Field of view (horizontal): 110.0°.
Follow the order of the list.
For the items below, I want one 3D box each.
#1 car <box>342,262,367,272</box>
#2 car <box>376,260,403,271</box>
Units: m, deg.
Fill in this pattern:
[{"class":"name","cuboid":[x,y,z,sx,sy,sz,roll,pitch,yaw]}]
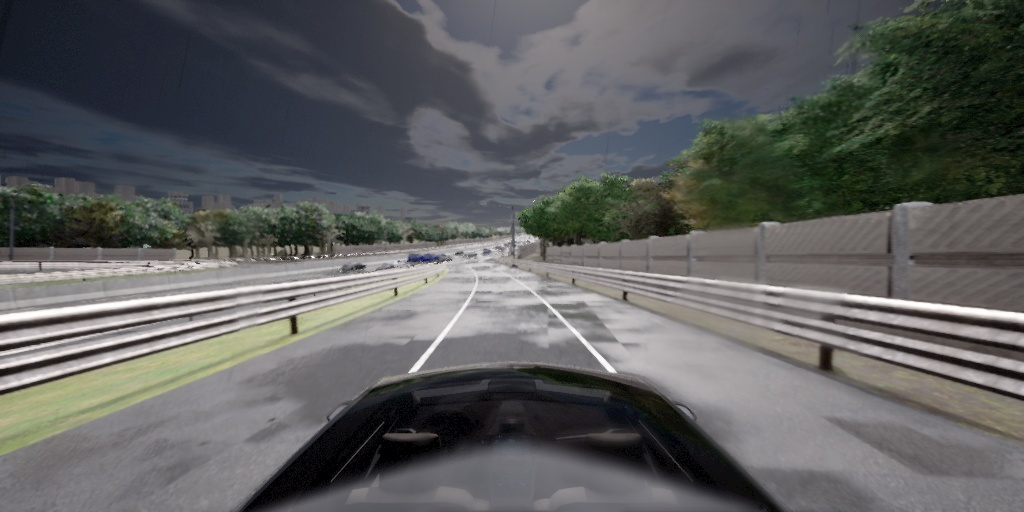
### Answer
[{"class":"car","cuboid":[-25.253,1.688,57.534,2.128,1.511,4.902,0,2,8]},{"class":"car","cuboid":[-18.679,1.863,54.171,1.994,1.385,4.181,0,2,8]}]
